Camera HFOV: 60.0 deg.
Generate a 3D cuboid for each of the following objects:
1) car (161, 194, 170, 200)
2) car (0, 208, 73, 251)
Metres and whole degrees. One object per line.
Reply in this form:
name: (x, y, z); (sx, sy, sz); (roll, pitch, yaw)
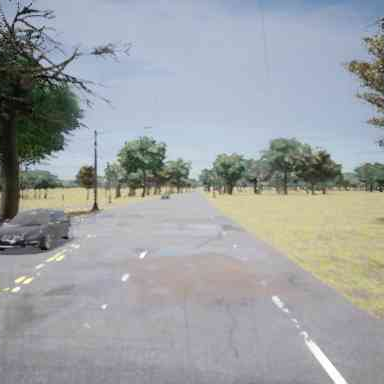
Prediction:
car: (-6.756, 1.166, 83.996); (1.882, 1.535, 5.008); (0, 1, 1)
car: (-6.485, 1.494, 14.065); (1.837, 1.490, 4.892); (-1, 0, -5)
